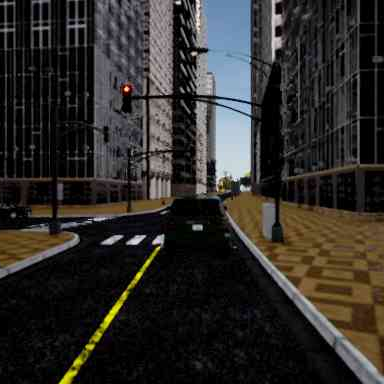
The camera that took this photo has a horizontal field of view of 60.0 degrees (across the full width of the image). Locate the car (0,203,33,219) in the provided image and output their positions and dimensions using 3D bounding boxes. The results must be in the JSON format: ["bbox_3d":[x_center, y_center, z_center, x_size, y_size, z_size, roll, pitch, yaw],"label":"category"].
[{"bbox_3d":[-16.375,1.643,29.430,4.403,1.369,2.008,-1,1,10],"label":"car"}]

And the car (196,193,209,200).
[{"bbox_3d":[2.238,0.940,70.046,2.128,1.511,4.902,0,1,8],"label":"car"}]

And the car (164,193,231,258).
[{"bbox_3d":[0.173,1.129,12.541,2.150,2.045,5.566,0,0,0],"label":"car"}]

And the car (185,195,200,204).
[{"bbox_3d":[0.171,1.164,54.582,1.895,1.301,4.718,0,1,7],"label":"car"}]
